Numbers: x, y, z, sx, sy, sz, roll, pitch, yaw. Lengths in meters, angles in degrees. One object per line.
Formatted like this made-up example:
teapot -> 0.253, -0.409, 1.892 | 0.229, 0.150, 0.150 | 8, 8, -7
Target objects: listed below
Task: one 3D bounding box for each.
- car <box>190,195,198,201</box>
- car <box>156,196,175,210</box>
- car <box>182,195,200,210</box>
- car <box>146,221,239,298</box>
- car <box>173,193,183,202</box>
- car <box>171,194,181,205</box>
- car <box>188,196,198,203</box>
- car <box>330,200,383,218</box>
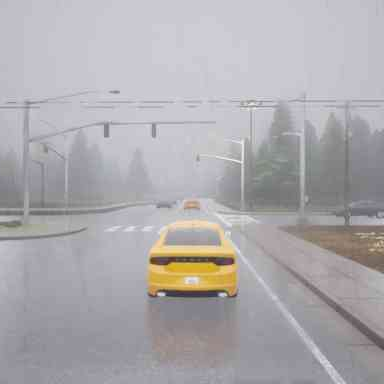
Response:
car -> 0.641, 1.442, 83.215 | 1.837, 1.490, 4.892 | 0, 0, 2
car -> -3.609, 1.601, 43.716 | 1.895, 1.301, 4.718 | 0, 0, 0
car -> -0.011, 1.478, 42.262 | 1.882, 1.535, 5.008 | 0, 0, 0
car -> 0.043, 1.474, 8.599 | 1.882, 1.535, 5.008 | 0, 0, 1
car -> -3.250, 1.221, 72.935 | 2.150, 2.045, 5.566 | 0, 0, 1
car -> -3.562, 1.547, 58.587 | 2.033, 1.411, 5.357 | 0, 0, 1
car -> 0.250, 1.537, 72.823 | 2.033, 1.411, 5.357 | 0, 0, 2
car -> 14.890, 1.531, 29.587 | 4.892, 1.490, 1.837 | 0, 0, 1
